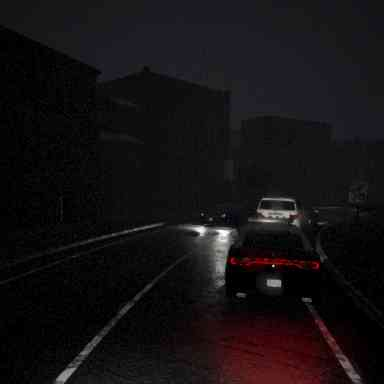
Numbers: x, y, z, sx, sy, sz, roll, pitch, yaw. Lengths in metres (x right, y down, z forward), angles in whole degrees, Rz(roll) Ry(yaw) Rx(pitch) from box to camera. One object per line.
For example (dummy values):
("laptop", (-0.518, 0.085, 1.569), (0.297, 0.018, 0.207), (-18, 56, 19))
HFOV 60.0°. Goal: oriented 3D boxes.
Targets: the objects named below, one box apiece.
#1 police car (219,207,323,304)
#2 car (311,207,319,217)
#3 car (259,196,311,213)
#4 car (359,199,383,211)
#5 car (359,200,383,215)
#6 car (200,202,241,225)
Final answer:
("police car", (1.983, 1.426, 8.466), (1.930, 1.638, 5.238), (1, 0, 11))
("car", (7.277, 1.576, 22.495), (1.837, 1.490, 4.892), (3, 1, 30))
("car", (4.779, 1.254, 17.416), (2.150, 2.045, 5.566), (2, 0, 23))
("car", (25.257, 1.794, 45.430), (4.674, 1.442, 1.812), (1, 3, -29))
("car", (21.301, 1.840, 39.014), (5.008, 1.535, 1.882), (2, 3, -33))
("car", (2.236, 1.418, 22.507), (1.812, 1.442, 4.674), (2, 1, 28))
